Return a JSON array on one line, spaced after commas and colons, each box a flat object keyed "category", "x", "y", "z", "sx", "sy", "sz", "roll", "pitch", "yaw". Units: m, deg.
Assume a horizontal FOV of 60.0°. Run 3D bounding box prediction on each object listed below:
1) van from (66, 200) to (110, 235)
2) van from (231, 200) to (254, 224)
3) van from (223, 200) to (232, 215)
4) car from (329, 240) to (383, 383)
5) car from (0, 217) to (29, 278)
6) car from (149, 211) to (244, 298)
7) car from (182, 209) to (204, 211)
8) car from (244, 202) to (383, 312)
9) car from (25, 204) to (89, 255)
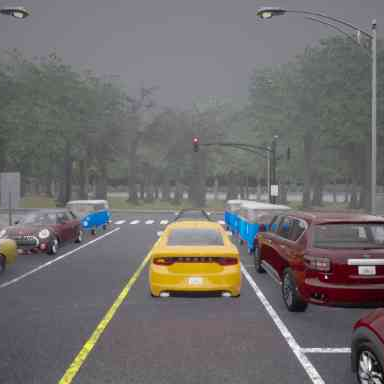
[{"category": "van", "x": -5.786, "y": 1.342, "z": 18.489, "sx": 1.690, "sy": 1.788, "sz": 3.998, "roll": 0, "pitch": 0, "yaw": 0}, {"category": "van", "x": 2.746, "y": 1.342, "z": 13.061, "sx": 1.690, "sy": 1.788, "sz": 3.998, "roll": 0, "pitch": 0, "yaw": 0}, {"category": "van", "x": 2.739, "y": 1.343, "z": 18.499, "sx": 1.690, "sy": 1.788, "sz": 3.998, "roll": 0, "pitch": 0, "yaw": 0}, {"category": "car", "x": 2.759, "y": 1.440, "z": 2.186, "sx": 1.967, "sy": 1.590, "sz": 4.097, "roll": 0, "pitch": 0, "yaw": 0}, {"category": "car", "x": -5.772, "y": 1.525, "z": 7.444, "sx": 1.752, "sy": 1.417, "sz": 4.829, "roll": 0, "pitch": 0, "yaw": 0}, {"category": "car", "x": 0.076, "y": 1.478, "z": 8.578, "sx": 1.882, "sy": 1.535, "sz": 5.008, "roll": 0, "pitch": 0, "yaw": 0}, {"category": "car", "x": 0.039, "y": 1.565, "z": 17.500, "sx": 1.994, "sy": 1.385, "sz": 4.181, "roll": 0, "pitch": 0, "yaw": 0}, {"category": "car", "x": 2.753, "y": 1.315, "z": 7.624, "sx": 2.192, "sy": 1.841, "sz": 5.009, "roll": 0, "pitch": 0, "yaw": 0}, {"category": "car", "x": -5.779, "y": 1.441, "z": 13.051, "sx": 1.967, "sy": 1.590, "sz": 4.097, "roll": 0, "pitch": 0, "yaw": 0}]
